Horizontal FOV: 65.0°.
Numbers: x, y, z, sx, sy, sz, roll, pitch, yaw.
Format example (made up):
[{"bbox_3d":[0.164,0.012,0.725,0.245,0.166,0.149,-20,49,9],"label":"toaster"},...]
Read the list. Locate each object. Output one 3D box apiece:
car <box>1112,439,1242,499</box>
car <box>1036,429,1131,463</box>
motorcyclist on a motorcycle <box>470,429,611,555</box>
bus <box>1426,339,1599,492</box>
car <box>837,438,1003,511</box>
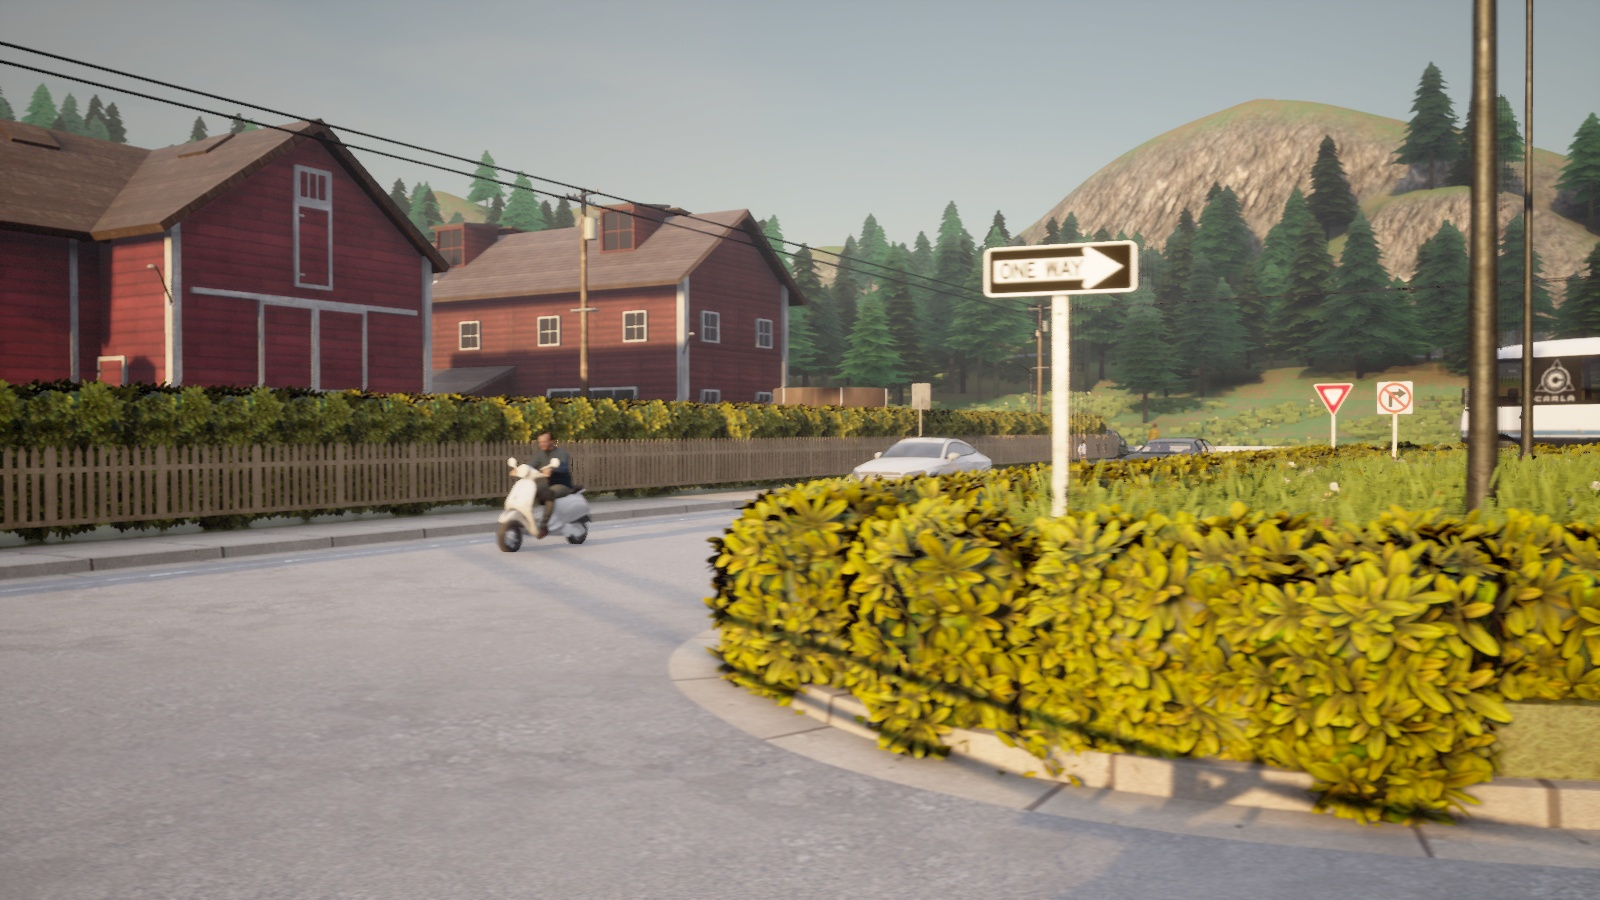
[{"bbox_3d":[9.986,0.441,32.959,2.033,1.411,5.357,1,1,30],"label":"car"},{"bbox_3d":[15.342,-0.231,67.991,4.553,1.767,2.097,1,1,31],"label":"car"},{"bbox_3d":[-3.472,0.522,16.965,0.866,1.590,1.817,1,1,30],"label":"motorcyclist on a motorcycle"},{"bbox_3d":[23.889,-0.967,35.866,3.944,4.253,10.273,0,1,-29],"label":"bus"},{"bbox_3d":[2.742,0.467,27.540,1.812,1.442,4.674,1,1,30],"label":"car"}]
